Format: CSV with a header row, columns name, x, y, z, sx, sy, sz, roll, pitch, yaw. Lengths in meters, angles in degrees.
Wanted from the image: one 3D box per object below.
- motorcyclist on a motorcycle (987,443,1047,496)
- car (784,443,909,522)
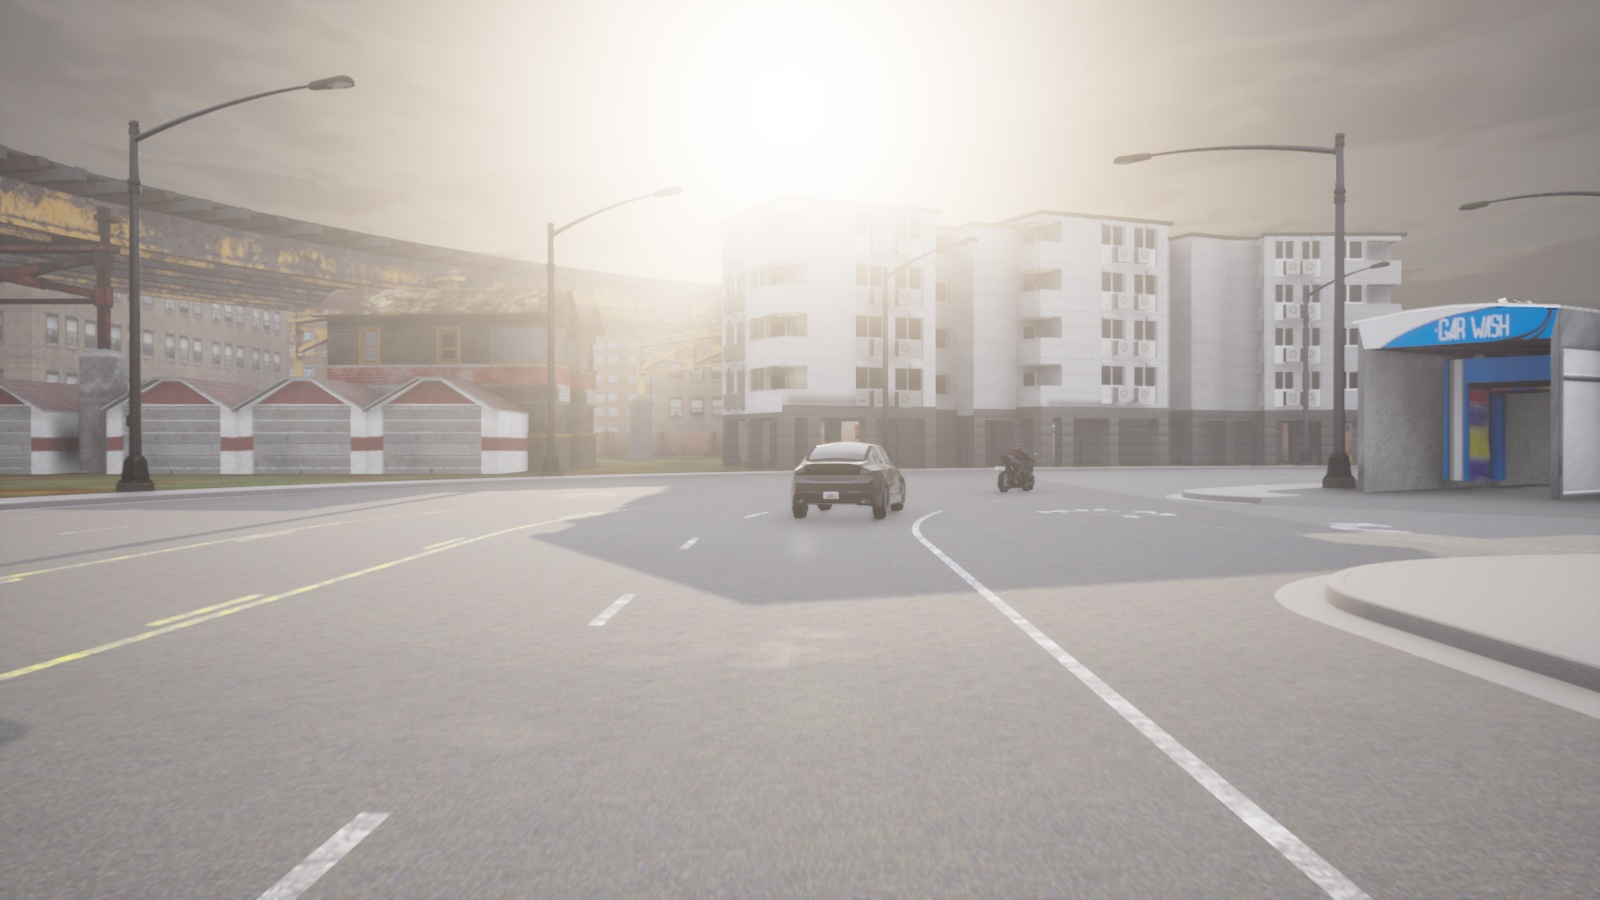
name,x,y,z,sx,sy,sz,roll,pitch,yaw
motorcyclist on a motorcycle,6.582,0.573,37.939,0.866,1.530,2.191,1,1,37
car,1.075,0.605,26.178,1.837,1.490,4.892,0,0,11
